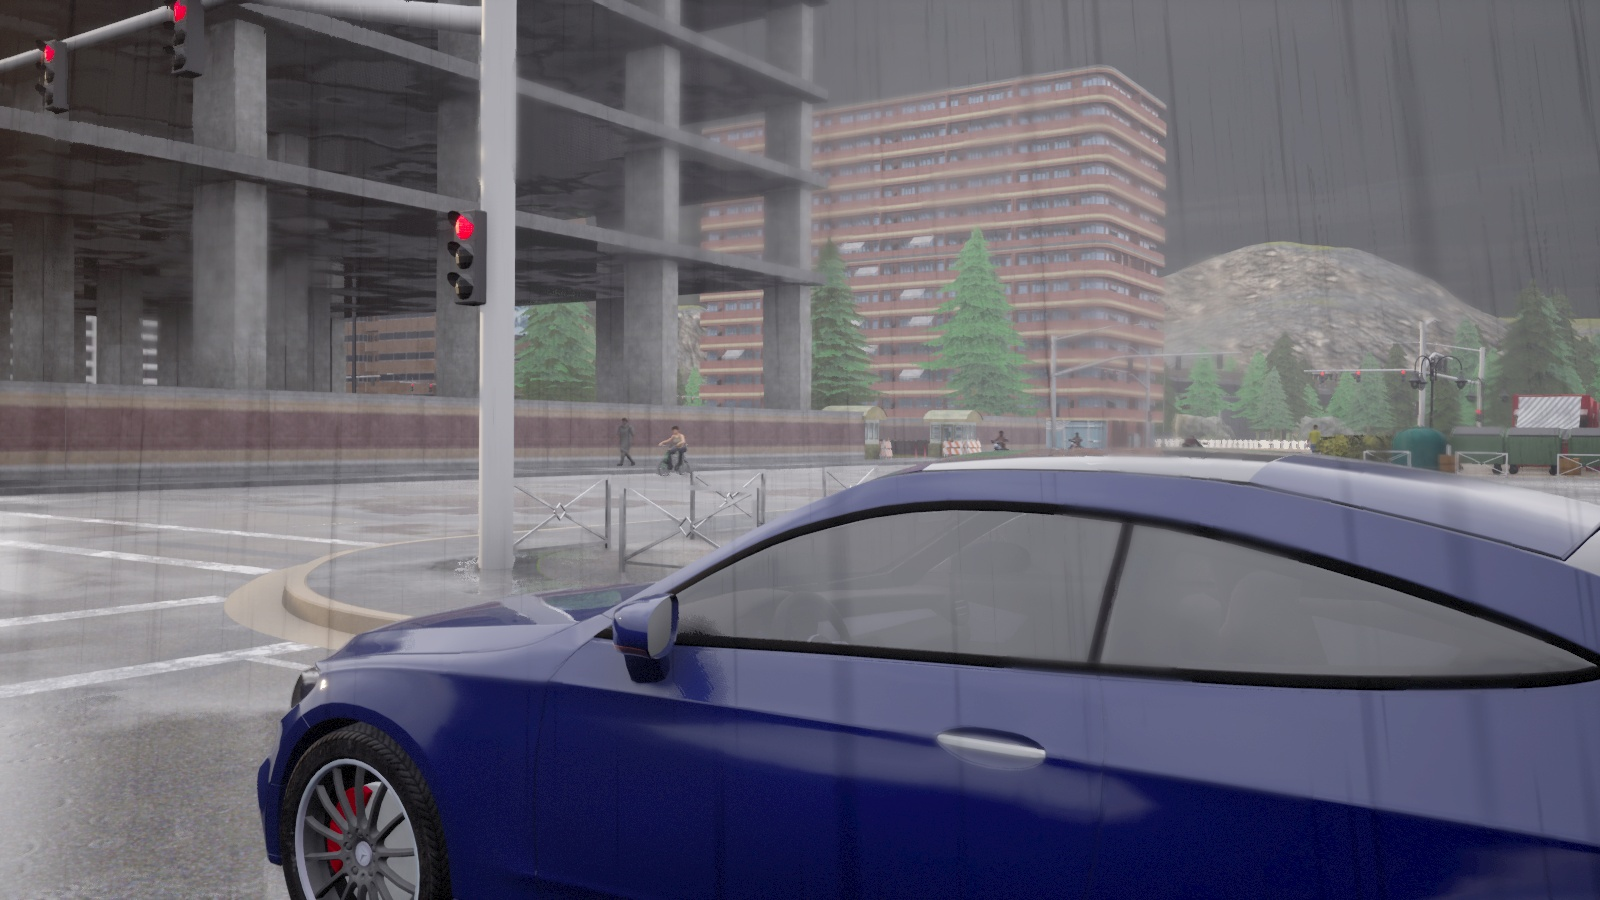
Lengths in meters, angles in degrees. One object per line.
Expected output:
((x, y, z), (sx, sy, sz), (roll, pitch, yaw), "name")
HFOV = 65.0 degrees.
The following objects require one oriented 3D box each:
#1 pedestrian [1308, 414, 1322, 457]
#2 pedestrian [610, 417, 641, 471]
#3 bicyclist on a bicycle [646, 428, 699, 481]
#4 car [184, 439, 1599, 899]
((22.166, -0.609, 54.021), (0.354, 1.836, 0.706), (0, 1, 40), "pedestrian")
((-6.371, -0.230, 45.821), (0.659, 1.952, 0.873), (0, 1, 37), "pedestrian")
((-3.974, 0.114, 39.112), (0.866, 1.612, 1.509), (0, 1, 34), "bicyclist on a bicycle")
((0.620, 0.708, 3.212), (4.674, 1.442, 1.812), (0, 1, 34), "car")
